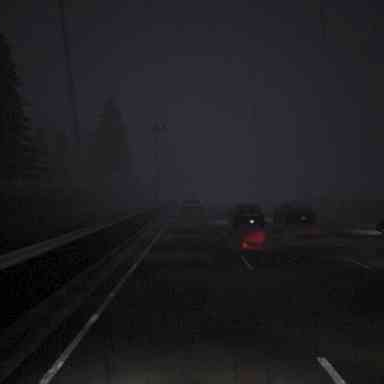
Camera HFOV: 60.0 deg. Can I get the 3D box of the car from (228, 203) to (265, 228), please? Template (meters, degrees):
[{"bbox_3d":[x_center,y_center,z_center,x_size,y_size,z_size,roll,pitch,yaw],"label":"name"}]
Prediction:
[{"bbox_3d":[3.603,1.540,22.423,1.837,1.490,4.892,0,0,0],"label":"car"}]

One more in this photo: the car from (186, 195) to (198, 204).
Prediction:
[{"bbox_3d":[0.004,1.255,54.881,1.994,1.385,4.181,0,0,0],"label":"car"}]

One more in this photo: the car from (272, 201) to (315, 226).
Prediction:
[{"bbox_3d":[7.102,1.515,23.651,1.882,1.535,5.008,0,0,0],"label":"car"}]

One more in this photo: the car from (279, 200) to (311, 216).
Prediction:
[{"bbox_3d":[10.602,1.619,34.631,1.994,1.385,4.181,0,0,0],"label":"car"}]

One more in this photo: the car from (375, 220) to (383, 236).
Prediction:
[{"bbox_3d":[10.601,1.571,15.092,2.033,1.411,5.357,0,0,0],"label":"car"}]

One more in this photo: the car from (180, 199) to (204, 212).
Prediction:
[{"bbox_3d":[0.002,1.133,27.123,1.801,1.575,5.366,0,0,0],"label":"car"}]
